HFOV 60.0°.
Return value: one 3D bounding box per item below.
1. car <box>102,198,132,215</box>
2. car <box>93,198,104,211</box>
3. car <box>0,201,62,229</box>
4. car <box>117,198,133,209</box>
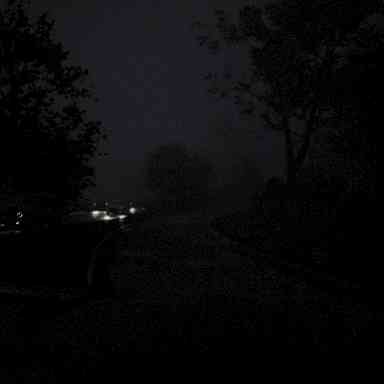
[{"bbox_3d":[-8.229,1.699,37.219,1.882,1.535,5.008,0,-1,-1],"label":"car"},{"bbox_3d":[-12.155,1.601,44.952,2.097,1.767,4.553,0,0,-11],"label":"car"},{"bbox_3d":[-10.630,1.407,21.845,2.097,1.767,4.553,0,-1,13],"label":"car"},{"bbox_3d":[-10.573,1.715,52.356,1.882,1.535,5.008,0,0,-18],"label":"car"}]
